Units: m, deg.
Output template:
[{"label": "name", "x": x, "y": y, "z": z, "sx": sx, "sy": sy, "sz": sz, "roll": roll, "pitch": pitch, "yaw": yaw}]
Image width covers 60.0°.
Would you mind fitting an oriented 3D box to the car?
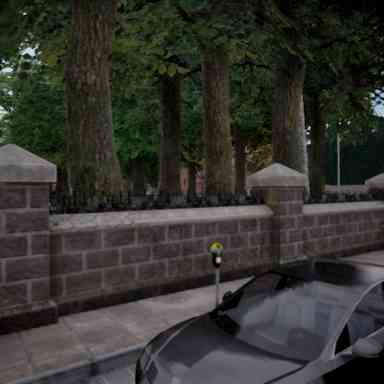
[{"label": "car", "x": 1.470, "y": 1.567, "z": 3.872, "sx": 4.313, "sy": 1.339, "sz": 1.947, "roll": 0, "pitch": -1, "yaw": -36}]
